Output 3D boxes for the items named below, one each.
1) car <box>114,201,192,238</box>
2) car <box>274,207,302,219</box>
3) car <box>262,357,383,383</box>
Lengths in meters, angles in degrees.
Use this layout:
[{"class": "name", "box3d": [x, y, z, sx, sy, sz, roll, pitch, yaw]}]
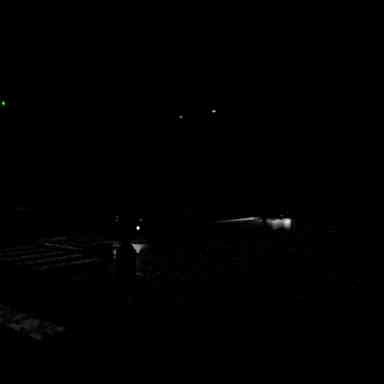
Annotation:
[{"class": "car", "box3d": [-2.188, 1.563, 20.550, 2.150, 2.045, 5.566, 0, -1, 35]}, {"class": "car", "box3d": [11.505, 2.435, 39.733, 1.895, 1.301, 4.718, 0, -1, 36]}, {"class": "car", "box3d": [2.234, 1.551, 1.358, 4.403, 1.369, 2.008, 0, 0, 36]}]
